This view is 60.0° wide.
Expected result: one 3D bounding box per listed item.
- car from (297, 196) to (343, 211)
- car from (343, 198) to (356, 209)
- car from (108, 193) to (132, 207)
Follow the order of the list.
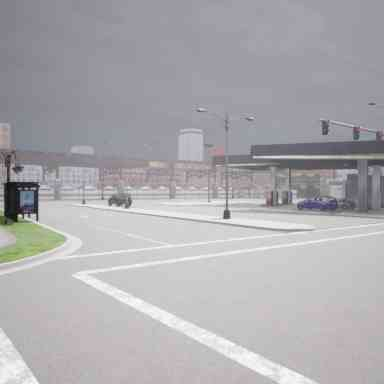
[{"bbox_3d":[14.352,1.295,38.353,2.242,1.667,4.611,0,0,-35],"label":"car"},{"bbox_3d":[18.626,1.456,42.267,1.970,1.475,3.806,0,0,-35],"label":"car"},{"bbox_3d":[-11.338,1.222,52.244,2.150,2.045,5.566,0,0,-35],"label":"car"}]
